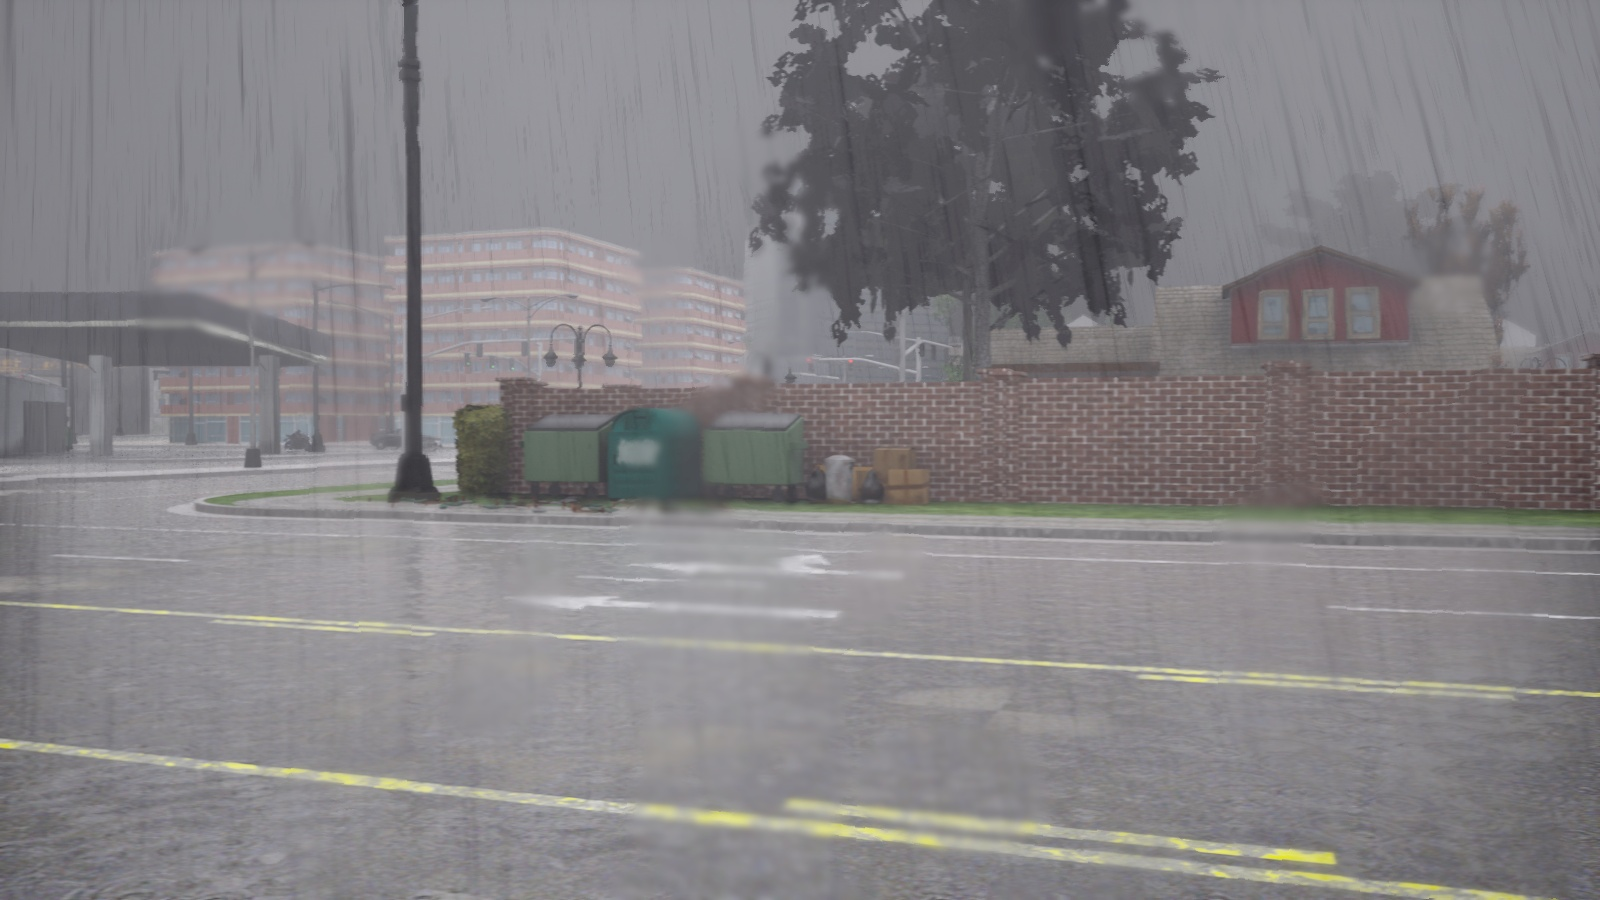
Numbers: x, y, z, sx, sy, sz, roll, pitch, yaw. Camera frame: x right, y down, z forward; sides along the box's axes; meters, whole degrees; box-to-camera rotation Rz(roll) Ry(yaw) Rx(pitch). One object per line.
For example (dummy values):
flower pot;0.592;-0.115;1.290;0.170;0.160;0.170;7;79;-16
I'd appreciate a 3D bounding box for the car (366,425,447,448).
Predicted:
car;-26.841;-0.903;85.652;4.902;1.511;2.128;1;1;17

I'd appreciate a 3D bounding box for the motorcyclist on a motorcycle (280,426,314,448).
motorcyclist on a motorcycle;-35.392;-0.938;88.374;2.191;1.530;0.866;1;1;17
